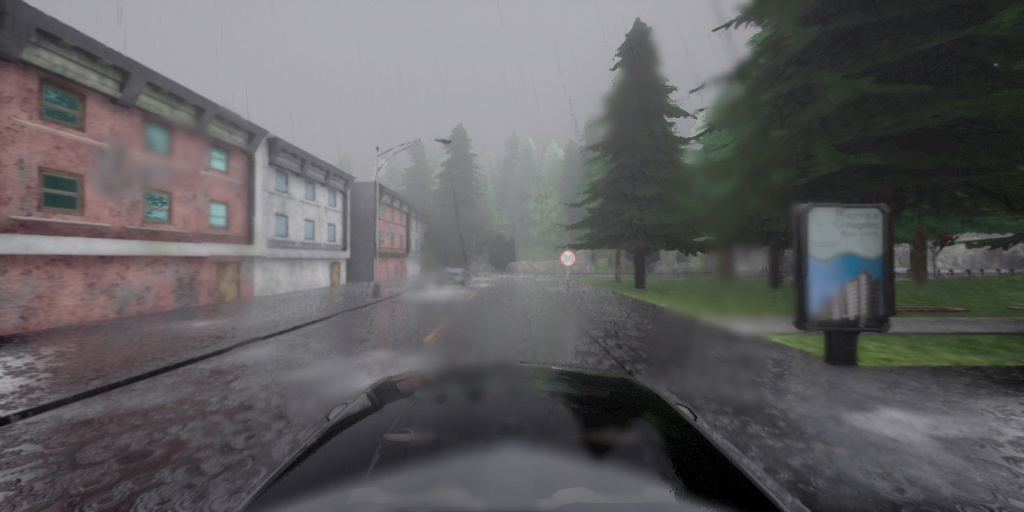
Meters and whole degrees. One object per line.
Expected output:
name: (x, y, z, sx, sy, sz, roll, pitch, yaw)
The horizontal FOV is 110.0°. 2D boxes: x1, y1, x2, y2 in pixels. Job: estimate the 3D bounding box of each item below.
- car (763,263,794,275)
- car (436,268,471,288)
car: (34.504, 1.630, 45.276, 4.892, 1.490, 1.837, 0, 0, 0)
car: (-4.096, 1.520, 25.545, 1.994, 1.385, 4.181, 0, 0, 0)
